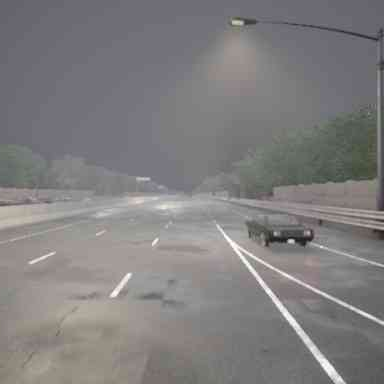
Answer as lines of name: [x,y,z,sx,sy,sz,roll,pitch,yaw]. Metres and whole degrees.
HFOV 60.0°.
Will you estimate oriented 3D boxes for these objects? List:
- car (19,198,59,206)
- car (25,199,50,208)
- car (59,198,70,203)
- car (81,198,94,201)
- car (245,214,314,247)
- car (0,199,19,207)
car: [-17.541,1.692,38.328,1.837,1.490,4.892,0,0,0]
car: [-24.526,1.860,53.005,1.895,1.301,4.718,0,0,0]
car: [-21.026,1.764,53.067,1.837,1.490,4.892,0,0,0]
car: [-17.523,1.800,56.093,1.812,1.442,4.674,0,0,0]
car: [3.795,1.676,15.376,1.895,1.301,4.718,0,0,-4]
car: [-21.045,1.720,35.229,2.033,1.411,5.357,0,0,0]
